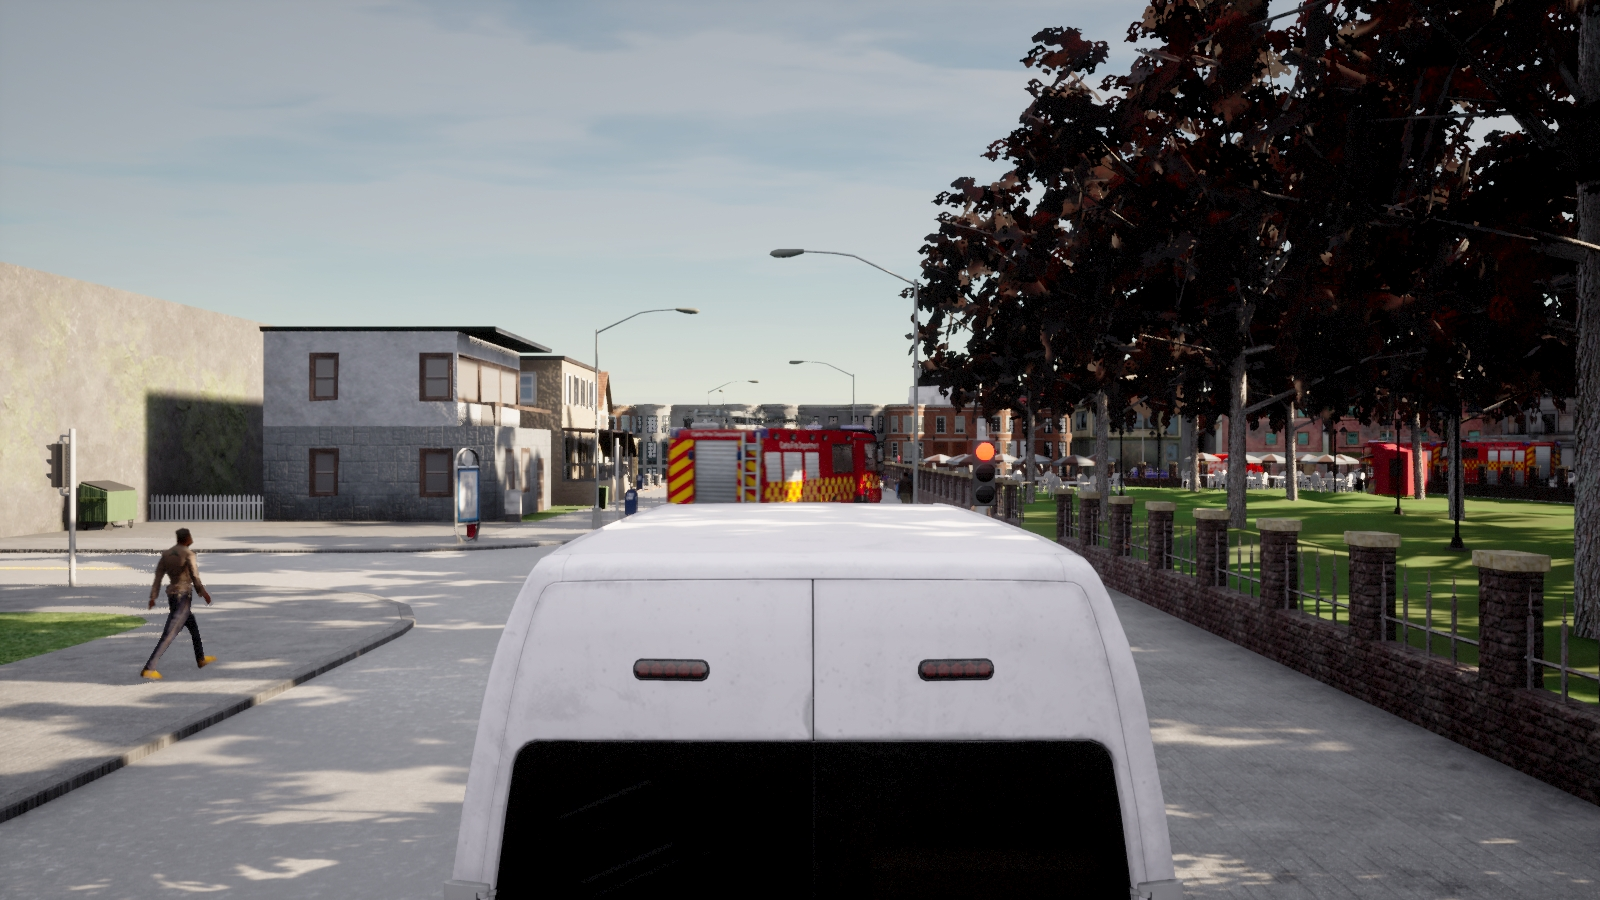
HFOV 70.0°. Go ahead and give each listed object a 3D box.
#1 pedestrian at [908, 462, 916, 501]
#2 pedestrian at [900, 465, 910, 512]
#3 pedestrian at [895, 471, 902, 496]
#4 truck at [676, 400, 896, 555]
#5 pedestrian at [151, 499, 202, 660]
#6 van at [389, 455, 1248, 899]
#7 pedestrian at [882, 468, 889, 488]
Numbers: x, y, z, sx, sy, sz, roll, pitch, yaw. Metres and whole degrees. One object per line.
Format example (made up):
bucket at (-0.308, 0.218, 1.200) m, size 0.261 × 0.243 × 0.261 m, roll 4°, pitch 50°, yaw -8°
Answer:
pedestrian at (5.406, 1.525, 55.120) m, size 0.375 × 1.860 × 0.375 m, roll 0°, pitch 0°, yaw 2°
pedestrian at (4.165, 1.525, 45.362) m, size 0.375 × 1.860 × 0.375 m, roll 0°, pitch 0°, yaw 2°
pedestrian at (5.286, 1.805, 61.337) m, size 0.375 × 1.300 × 0.375 m, roll 0°, pitch 0°, yaw 4°
truck at (-0.084, 0.670, 32.541) m, size 2.891 × 3.827 × 8.468 m, roll 0°, pitch 0°, yaw 25°
pedestrian at (-7.375, 1.517, 13.527) m, size 0.375 × 1.860 × 0.375 m, roll 0°, pitch 0°, yaw 20°
van at (0.036, 1.314, 5.605) m, size 1.988 × 2.561 × 5.915 m, roll 0°, pitch 0°, yaw 0°
pedestrian at (5.485, 1.796, 73.277) m, size 0.375 × 1.300 × 0.375 m, roll 0°, pitch 0°, yaw 8°
